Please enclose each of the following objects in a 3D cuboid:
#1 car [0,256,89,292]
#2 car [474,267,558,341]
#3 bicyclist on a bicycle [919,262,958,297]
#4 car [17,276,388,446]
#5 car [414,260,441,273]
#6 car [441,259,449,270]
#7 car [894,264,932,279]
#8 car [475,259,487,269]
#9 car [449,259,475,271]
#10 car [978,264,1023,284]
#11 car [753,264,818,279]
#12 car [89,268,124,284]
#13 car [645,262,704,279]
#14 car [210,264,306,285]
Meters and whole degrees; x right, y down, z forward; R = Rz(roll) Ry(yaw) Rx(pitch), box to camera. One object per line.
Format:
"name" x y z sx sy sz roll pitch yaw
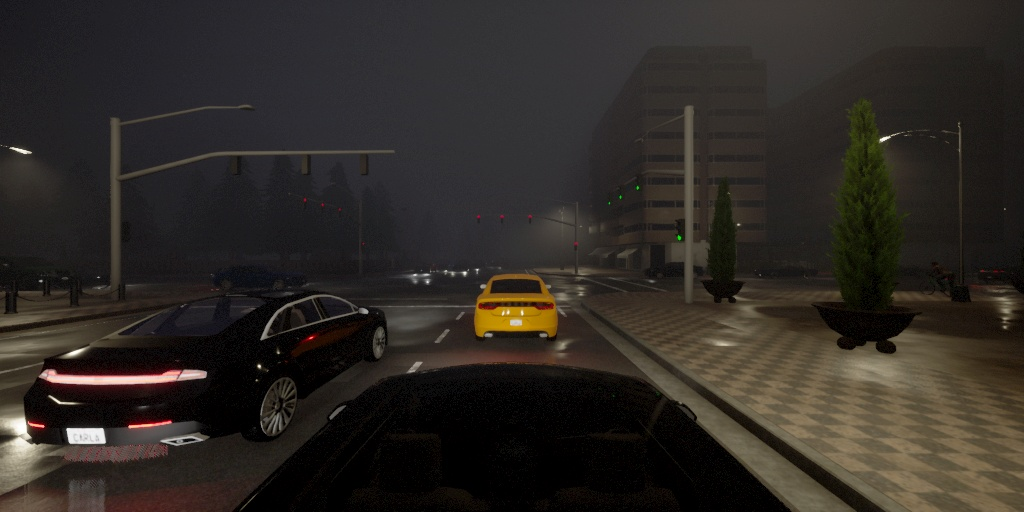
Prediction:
"car" -29.768 1.028 21.661 5.566 2.045 2.150 0 0 0
"car" 0.103 1.228 9.909 1.882 1.535 5.008 0 0 0
"bicyclist on a bicycle" 20.280 1.106 17.035 0.582 1.620 1.656 0 0 0
"car" -3.425 1.242 5.325 2.128 1.511 4.902 0 0 0
"car" -10.387 1.350 43.613 1.895 1.301 4.718 0 0 1
"car" -9.795 1.227 52.998 1.882 1.535 5.008 0 0 7
"car" 34.909 1.406 32.554 4.718 1.301 1.895 0 0 0
"car" -5.515 1.254 57.731 1.837 1.490 4.892 0 0 15
"car" -6.678 1.227 48.397 1.882 1.535 5.008 0 0 3
"car" 36.231 1.297 25.370 4.902 1.511 2.128 0 0 0
"car" 24.709 1.406 32.531 4.718 1.301 1.895 0 0 0
"car" -30.786 1.353 25.159 5.357 1.411 2.033 0 0 0
"car" 14.633 1.283 32.501 5.008 1.535 1.882 0 0 0
"car" -15.138 1.260 21.709 5.008 1.535 1.882 -1 0 0
